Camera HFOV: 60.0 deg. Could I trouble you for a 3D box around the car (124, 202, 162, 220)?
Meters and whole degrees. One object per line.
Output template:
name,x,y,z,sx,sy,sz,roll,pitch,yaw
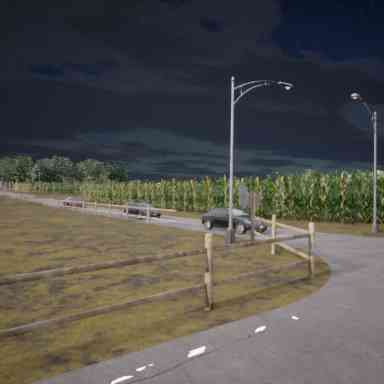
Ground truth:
car,-4.462,1.655,29.870,1.837,1.490,4.892,2,-1,-35

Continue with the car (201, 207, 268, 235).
car,2.446,1.673,20.246,1.812,1.442,4.674,2,-1,-37

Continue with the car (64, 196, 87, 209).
car,-16.333,1.405,46.662,2.097,1.767,4.553,2,0,-35
